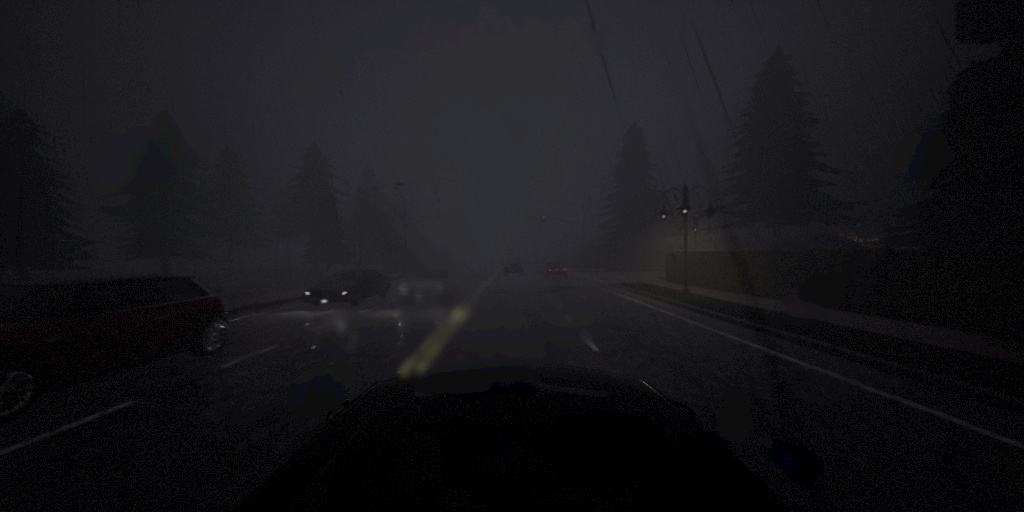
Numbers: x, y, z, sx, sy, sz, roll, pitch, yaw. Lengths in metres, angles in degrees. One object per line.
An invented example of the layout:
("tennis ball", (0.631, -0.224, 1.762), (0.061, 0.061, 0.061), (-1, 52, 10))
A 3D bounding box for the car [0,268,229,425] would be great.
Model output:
("car", (-7.087, 1.130, 5.692), (2.097, 1.767, 4.553), (0, 0, 0))

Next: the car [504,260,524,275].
("car", (0.146, 1.098, 35.759), (2.128, 1.511, 4.902), (0, 0, 0))

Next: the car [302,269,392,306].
("car", (-6.983, 1.286, 15.978), (2.033, 1.411, 5.357), (0, 0, 0))

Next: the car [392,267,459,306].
("car", (-3.485, 1.244, 15.819), (1.812, 1.442, 4.674), (0, 0, 0))

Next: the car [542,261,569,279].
("car", (3.629, 1.155, 30.430), (2.033, 1.411, 5.357), (0, 0, 0))
